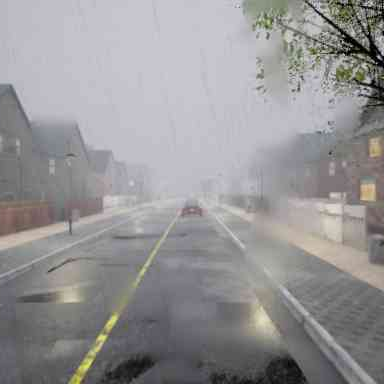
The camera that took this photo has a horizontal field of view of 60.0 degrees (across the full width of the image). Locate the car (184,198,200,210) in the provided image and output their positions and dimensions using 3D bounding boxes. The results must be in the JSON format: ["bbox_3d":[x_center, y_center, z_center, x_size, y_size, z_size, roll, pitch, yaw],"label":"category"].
[{"bbox_3d":[0.020,1.511,42.707,2.033,1.411,5.357,0,0,0],"label":"car"}]

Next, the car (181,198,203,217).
[{"bbox_3d":[0.008,1.517,31.193,1.994,1.385,4.181,0,0,0],"label":"car"}]
